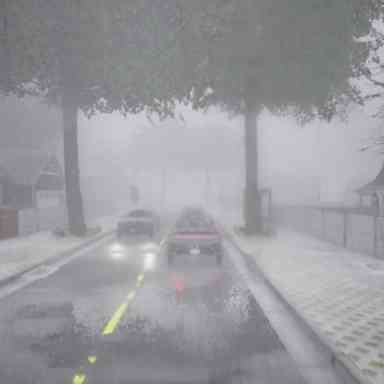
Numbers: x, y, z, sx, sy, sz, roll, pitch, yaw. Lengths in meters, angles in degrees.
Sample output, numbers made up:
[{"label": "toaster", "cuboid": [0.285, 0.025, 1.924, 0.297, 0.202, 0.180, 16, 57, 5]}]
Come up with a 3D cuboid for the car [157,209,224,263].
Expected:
[{"label": "car", "cuboid": [0.098, 1.586, 12.331, 2.128, 1.511, 4.902, 0, 0, 0]}]

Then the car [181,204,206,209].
[{"label": "car", "cuboid": [0.104, 1.716, 26.667, 2.128, 1.511, 4.902, 0, -1, 0]}]

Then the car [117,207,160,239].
[{"label": "car", "cuboid": [-2.839, 1.626, 18.508, 1.882, 1.535, 5.008, 0, -1, 0]}]
